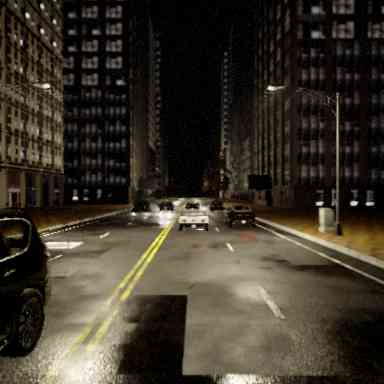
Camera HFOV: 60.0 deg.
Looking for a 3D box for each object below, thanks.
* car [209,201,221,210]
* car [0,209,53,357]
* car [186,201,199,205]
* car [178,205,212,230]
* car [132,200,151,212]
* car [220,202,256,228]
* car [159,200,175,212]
[{"bbox_3d":[3.345,1.908,45.403,2.033,1.411,5.357,0,0,0],"label":"car"},{"bbox_3d":[-3.341,1.252,3.200,2.150,2.045,5.566,0,0,0],"label":"car"},{"bbox_3d":[0.099,1.974,46.911,1.895,1.301,4.718,0,0,0],"label":"car"},{"bbox_3d":[0.103,1.783,22.252,1.895,1.301,4.718,0,0,0],"label":"car"},{"bbox_3d":[-6.577,1.833,43.684,1.882,1.535,5.008,0,0,0],"label":"car"},{"bbox_3d":[3.352,1.699,23.979,1.837,1.490,4.892,0,0,0],"label":"car"},{"bbox_3d":[-3.326,1.847,44.221,2.128,1.511,4.902,0,0,0],"label":"car"}]
